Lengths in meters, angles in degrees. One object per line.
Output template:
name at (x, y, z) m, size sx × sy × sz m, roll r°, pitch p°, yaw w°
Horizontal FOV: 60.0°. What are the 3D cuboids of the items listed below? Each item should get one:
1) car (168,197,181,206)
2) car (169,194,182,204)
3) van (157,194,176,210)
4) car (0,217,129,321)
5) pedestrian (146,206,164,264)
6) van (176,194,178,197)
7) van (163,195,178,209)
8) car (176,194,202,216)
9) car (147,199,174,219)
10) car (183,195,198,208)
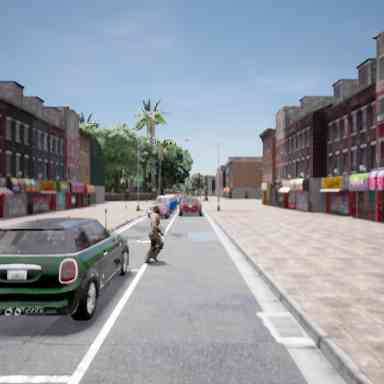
car at (-2.925, 1.507, 55.737) m, size 2.008 × 1.369 × 4.403 m, roll 0°, pitch 0°, yaw 0°
car at (-2.953, 1.273, 61.200) m, size 2.192 × 1.841 × 5.009 m, roll 0°, pitch 0°, yaw 0°
van at (-2.811, 1.301, 33.880) m, size 1.690 × 1.788 × 3.998 m, roll 0°, pitch 0°, yaw 0°
car at (-2.786, 1.336, 7.416) m, size 2.097 × 1.767 × 4.553 m, roll 0°, pitch 0°, yaw 0°
pedestrian at (-1.129, 1.273, 10.231) m, size 0.375 × 1.860 × 0.375 m, roll 0°, pitch 0°, yaw 0°
van at (-2.840, 1.300, 39.344) m, size 1.690 × 1.788 × 3.998 m, roll 0°, pitch 0°, yaw 0°
van at (-2.868, 1.298, 44.808) m, size 1.690 × 1.788 × 3.998 m, roll 0°, pitch 0°, yaw 0°
car at (-0.091, 1.312, 32.178) m, size 2.097 × 1.767 × 4.553 m, roll 0°, pitch 0°, yaw 1°
car at (-2.783, 1.543, 28.416) m, size 1.802 × 1.307 × 4.206 m, roll 0°, pitch 0°, yaw 0°
car at (-0.207, 1.310, 47.155) m, size 2.097 × 1.767 × 4.553 m, roll 0°, pitch 0°, yaw 0°
